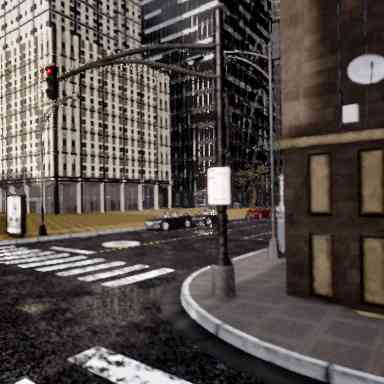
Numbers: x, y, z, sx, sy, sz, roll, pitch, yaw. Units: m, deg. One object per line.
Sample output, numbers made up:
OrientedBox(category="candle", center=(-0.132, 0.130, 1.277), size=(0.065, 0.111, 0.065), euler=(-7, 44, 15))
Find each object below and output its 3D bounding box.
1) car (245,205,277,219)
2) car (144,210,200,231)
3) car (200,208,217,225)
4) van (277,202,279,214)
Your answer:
OrientedBox(category="car", center=(7.618, 2.280, 37.772), size=(1.887, 1.381, 4.507), euler=(-2, -2, 35))
OrientedBox(category="car", center=(-1.709, 2.070, 24.773), size=(2.008, 1.369, 4.403), euler=(-2, -2, 35))
OrientedBox(category="car", center=(1.525, 2.145, 29.307), size=(2.008, 1.369, 4.403), euler=(-2, -2, 35))
OrientedBox(category="van", center=(12.571, 2.190, 44.634), size=(1.690, 1.788, 3.998), euler=(-2, -2, 35))
